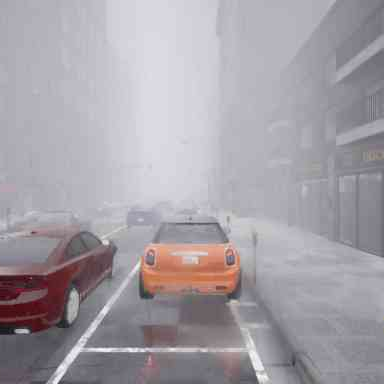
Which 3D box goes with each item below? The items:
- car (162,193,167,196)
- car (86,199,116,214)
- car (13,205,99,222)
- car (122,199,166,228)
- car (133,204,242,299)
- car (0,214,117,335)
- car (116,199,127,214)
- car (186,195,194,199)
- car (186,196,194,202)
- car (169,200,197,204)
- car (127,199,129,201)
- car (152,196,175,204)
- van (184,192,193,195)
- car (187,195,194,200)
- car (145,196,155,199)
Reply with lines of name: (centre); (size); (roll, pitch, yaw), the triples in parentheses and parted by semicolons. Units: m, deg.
car: (-8.408, 1.519, 90.251); (1.752, 1.417, 4.829); (0, 0, 0)
car: (-8.408, 1.440, 29.575); (1.967, 1.590, 4.097); (0, 0, 0)
car: (-5.868, 1.526, 14.947); (1.812, 1.442, 4.674); (0, 0, 0)
car: (-3.020, 1.478, 22.005); (1.882, 1.535, 5.008); (0, 0, 0)
car: (-0.033, 1.353, 8.620); (2.097, 1.767, 4.553); (0, 0, 0)
car: (-2.922, 1.477, 6.976); (1.882, 1.535, 5.008); (0, 0, 0)
car: (-8.408, 1.525, 34.923); (1.752, 1.417, 4.829); (0, 0, 0)
car: (-0.383, 1.440, 35.101); (1.967, 1.590, 4.097); (0, 0, 0)
car: (-0.383, 1.579, 79.064); (1.802, 1.307, 4.206); (0, 0, 0)
car: (-0.383, 1.551, 24.063); (2.008, 1.369, 4.403); (0, 0, 0)
car: (-8.408, 1.551, 40.611); (2.008, 1.369, 4.403); (0, 0, 0)
car: (-2.921, 1.506, 36.126); (1.837, 1.490, 4.892); (0, 0, 0)
van: (-0.383, 1.339, 67.702); (1.690, 1.788, 3.998); (0, 0, 0)
car: (-0.383, 1.575, 90.427); (1.802, 1.307, 4.206); (0, 0, 0)
car: (-8.408, 1.549, 67.693); (2.008, 1.369, 4.403); (0, 0, 0)
